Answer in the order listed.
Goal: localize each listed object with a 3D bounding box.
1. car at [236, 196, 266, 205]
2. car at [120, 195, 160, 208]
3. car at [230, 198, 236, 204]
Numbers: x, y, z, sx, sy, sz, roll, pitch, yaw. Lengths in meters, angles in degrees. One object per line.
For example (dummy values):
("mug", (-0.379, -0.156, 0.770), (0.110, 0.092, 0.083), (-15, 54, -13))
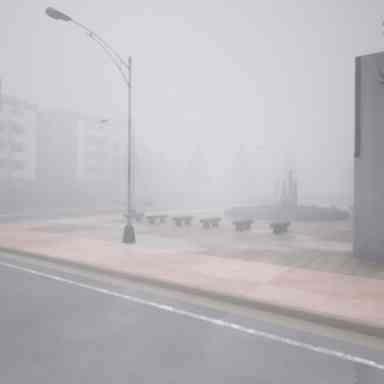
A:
("car", (10.115, 1.408, 55.026), (4.181, 1.385, 1.994), (0, 0, -21))
("car", (-6.531, 1.280, 44.032), (4.892, 1.490, 1.837), (0, 0, -45))
("car", (8.889, 1.348, 58.303), (4.674, 1.442, 1.812), (0, 0, -21))
